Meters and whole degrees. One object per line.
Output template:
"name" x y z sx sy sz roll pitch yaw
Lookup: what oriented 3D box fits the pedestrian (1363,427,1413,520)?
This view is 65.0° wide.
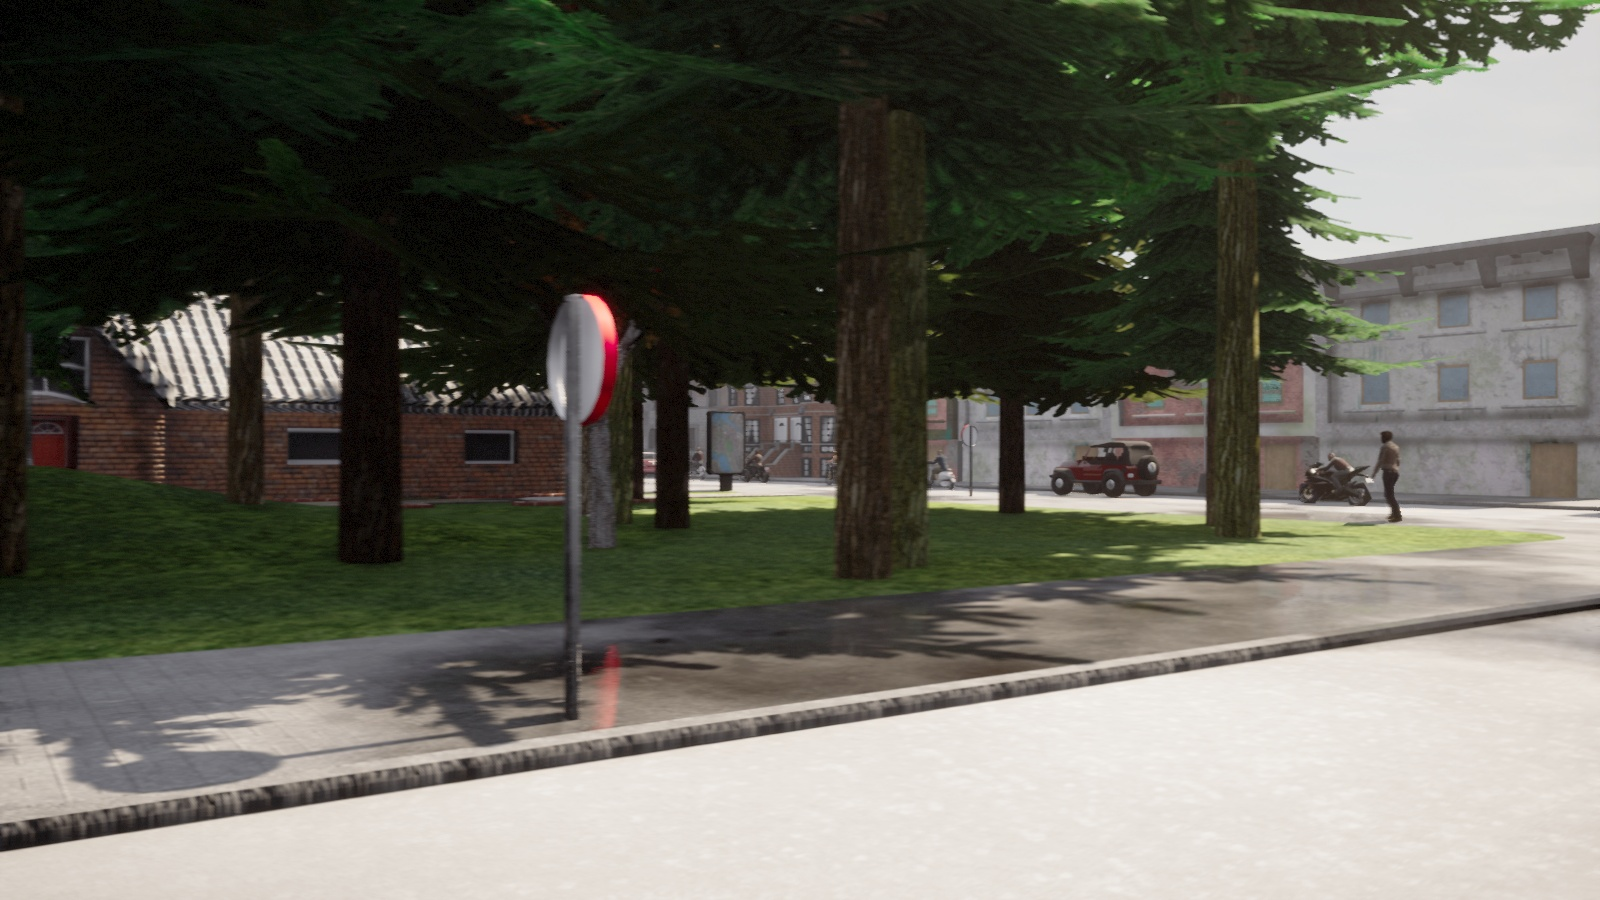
"pedestrian" 11.729 0.462 25.061 0.328 1.805 0.869 0 0 -29

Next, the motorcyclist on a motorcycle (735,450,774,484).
"motorcyclist on a motorcycle" -2.234 0.810 61.480 0.766 1.649 2.350 0 0 -34

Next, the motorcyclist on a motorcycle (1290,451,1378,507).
"motorcyclist on a motorcycle" 15.285 0.796 36.005 0.866 1.530 2.191 0 1 -35

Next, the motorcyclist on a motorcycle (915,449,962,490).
"motorcyclist on a motorcycle" 5.532 0.769 50.182 0.866 1.590 1.817 0 0 -35

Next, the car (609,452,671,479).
"car" -9.160 0.864 71.522 1.970 1.475 3.806 0 0 -35

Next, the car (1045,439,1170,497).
"car" 10.464 0.584 43.005 1.905 1.878 3.866 0 0 -34
